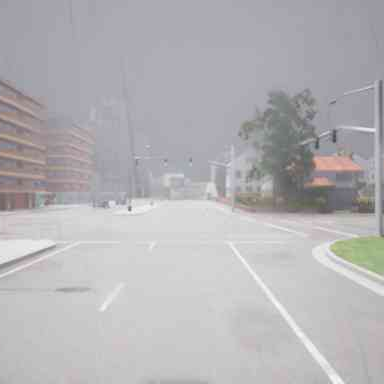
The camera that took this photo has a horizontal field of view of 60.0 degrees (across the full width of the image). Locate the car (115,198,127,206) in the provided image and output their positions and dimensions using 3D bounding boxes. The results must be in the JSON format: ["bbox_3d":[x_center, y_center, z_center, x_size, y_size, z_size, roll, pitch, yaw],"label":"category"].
[{"bbox_3d":[-15.047,2.130,70.832,2.128,1.511,4.902,0,0,0],"label":"car"}]

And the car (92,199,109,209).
[{"bbox_3d":[-15.089,1.962,55.187,2.128,1.511,4.902,0,0,1],"label":"car"}]
